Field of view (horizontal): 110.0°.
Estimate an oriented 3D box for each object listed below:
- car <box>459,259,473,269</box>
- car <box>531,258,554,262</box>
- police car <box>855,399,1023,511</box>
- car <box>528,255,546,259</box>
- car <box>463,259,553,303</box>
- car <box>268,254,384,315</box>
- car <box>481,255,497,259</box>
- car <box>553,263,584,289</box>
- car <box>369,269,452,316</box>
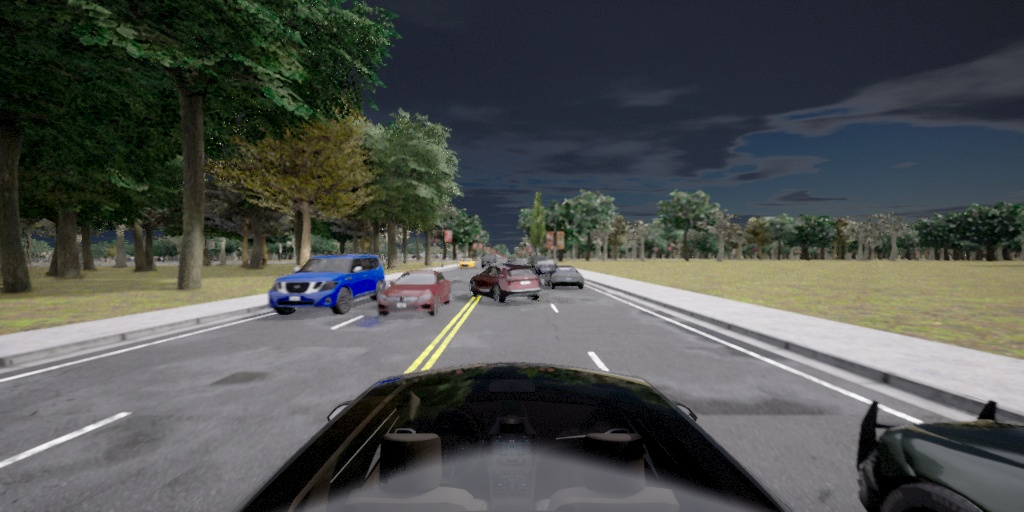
[{"bbox_3d":[-6.699,1.116,53.732,1.882,1.535,5.008,0,0,0],"label":"car"},{"bbox_3d":[3.177,1.180,33.422,2.163,1.488,4.792,0,0,0],"label":"car"},{"bbox_3d":[3.254,1.258,0.392,2.038,1.542,4.974,0,0,0],"label":"police car"},{"bbox_3d":[3.151,0.876,44.421,2.150,2.045,5.566,0,0,0],"label":"car"},{"bbox_3d":[-0.401,1.145,16.606,2.033,1.649,4.856,-2,1,-26],"label":"car"},{"bbox_3d":[-6.628,0.943,13.697,2.150,2.045,5.566,0,0,0],"label":"car"},{"bbox_3d":[-3.450,0.859,54.422,2.150,2.045,5.566,0,0,0],"label":"car"},{"bbox_3d":[3.203,1.264,22.392,1.994,1.385,4.181,0,0,0],"label":"car"},{"bbox_3d":[-3.377,1.248,13.280,1.812,1.442,4.674,0,0,0],"label":"car"}]
